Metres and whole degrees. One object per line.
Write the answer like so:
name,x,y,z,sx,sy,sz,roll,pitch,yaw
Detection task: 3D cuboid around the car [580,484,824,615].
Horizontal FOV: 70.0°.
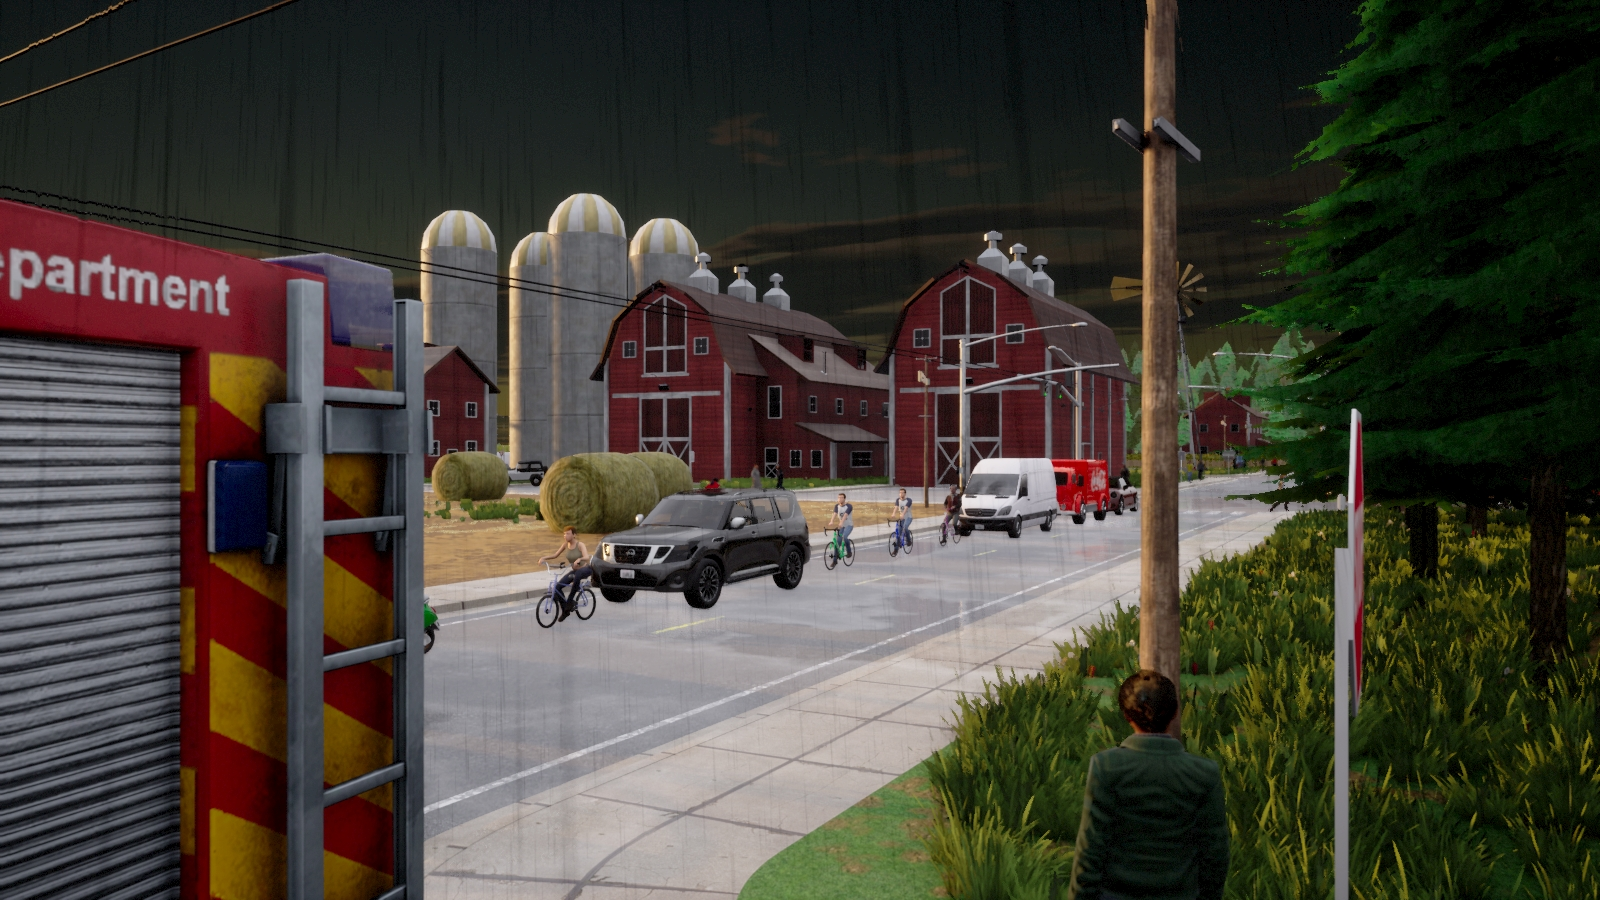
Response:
car,-1.718,1.780,22.429,2.150,2.045,5.566,0,0,27

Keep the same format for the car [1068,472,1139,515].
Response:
car,13.659,1.904,51.221,2.097,1.767,4.553,0,0,28

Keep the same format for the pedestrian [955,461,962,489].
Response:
pedestrian,10.724,1.703,77.206,0.375,1.860,0.375,0,0,28

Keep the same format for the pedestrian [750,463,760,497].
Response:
pedestrian,-2.495,1.670,62.949,0.375,1.860,0.375,0,0,39

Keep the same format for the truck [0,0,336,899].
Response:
truck,-5.980,0.867,3.783,8.468,3.827,2.891,0,0,20

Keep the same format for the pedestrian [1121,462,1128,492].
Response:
pedestrian,20.590,1.697,72.487,0.375,1.860,0.375,0,0,29

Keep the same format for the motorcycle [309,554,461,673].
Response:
motorcycle,-5.522,2.142,15.311,0.856,1.316,1.805,0,0,28

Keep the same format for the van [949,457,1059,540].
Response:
van,7.067,1.535,38.948,1.988,2.561,5.915,0,0,28

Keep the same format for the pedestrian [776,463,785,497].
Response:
pedestrian,-1.074,1.670,62.826,0.375,1.860,0.375,0,0,27

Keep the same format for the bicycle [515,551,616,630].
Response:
bicycle,-3.787,2.256,18.582,0.859,1.080,1.487,0,0,28

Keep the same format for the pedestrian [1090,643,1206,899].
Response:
pedestrian,1.244,1.663,4.121,0.375,1.860,0.375,0,0,13

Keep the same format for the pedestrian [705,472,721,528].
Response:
pedestrian,-2.916,1.681,38.312,0.375,1.860,0.375,0,0,35

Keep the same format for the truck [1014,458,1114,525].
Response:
truck,10.558,1.568,45.374,2.627,2.467,5.204,0,0,28
